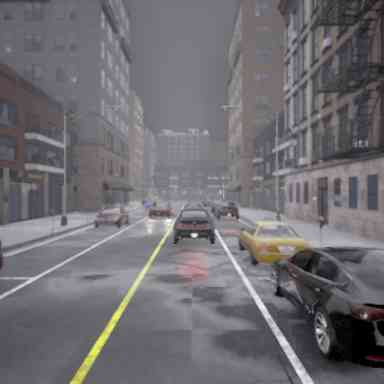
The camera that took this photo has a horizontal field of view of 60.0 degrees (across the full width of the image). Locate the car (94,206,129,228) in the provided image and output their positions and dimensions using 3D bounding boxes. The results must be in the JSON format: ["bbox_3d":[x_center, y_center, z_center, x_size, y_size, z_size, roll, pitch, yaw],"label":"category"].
[{"bbox_3d":[-5.376,1.653,22.796,1.802,1.307,4.206,0,0,0],"label":"car"}]

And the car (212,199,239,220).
[{"bbox_3d":[3.035,1.596,29.488,1.837,1.490,4.892,0,0,0],"label":"car"}]

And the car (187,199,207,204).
[{"bbox_3d":[0.112,1.664,32.169,1.994,1.385,4.181,0,0,0],"label":"car"}]

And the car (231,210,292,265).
[{"bbox_3d":[2.643,1.562,11.637,1.752,1.417,4.829,0,0,0],"label":"car"}]

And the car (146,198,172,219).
[{"bbox_3d":[-2.833,1.573,30.783,1.882,1.535,5.008,0,0,0],"label":"car"}]

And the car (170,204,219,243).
[{"bbox_3d":[0.104,1.555,16.270,1.837,1.490,4.892,0,0,0],"label":"car"}]

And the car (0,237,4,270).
[{"bbox_3d":[-5.385,1.333,5.811,2.192,1.841,5.009,0,0,0],"label":"car"}]

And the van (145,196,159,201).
[{"bbox_3d":[-5.365,1.484,45.444,1.690,1.788,3.998,0,0,0],"label":"van"}]

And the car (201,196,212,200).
[{"bbox_3d":[2.663,1.727,51.101,1.947,1.339,4.313,0,0,0],"label":"car"}]

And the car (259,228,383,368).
[{"bbox_3d":[2.640,1.584,5.806,1.947,1.339,4.313,0,0,0],"label":"car"}]

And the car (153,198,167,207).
[{"bbox_3d":[-5.359,1.730,56.767,2.008,1.369,4.403,0,0,0],"label":"car"}]

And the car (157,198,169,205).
[{"bbox_3d":[-5.356,1.763,62.429,1.947,1.339,4.313,0,0,0],"label":"car"}]

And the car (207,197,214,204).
[{"bbox_3d":[3.033,1.592,36.488,1.882,1.535,5.008,0,0,0],"label":"car"}]
